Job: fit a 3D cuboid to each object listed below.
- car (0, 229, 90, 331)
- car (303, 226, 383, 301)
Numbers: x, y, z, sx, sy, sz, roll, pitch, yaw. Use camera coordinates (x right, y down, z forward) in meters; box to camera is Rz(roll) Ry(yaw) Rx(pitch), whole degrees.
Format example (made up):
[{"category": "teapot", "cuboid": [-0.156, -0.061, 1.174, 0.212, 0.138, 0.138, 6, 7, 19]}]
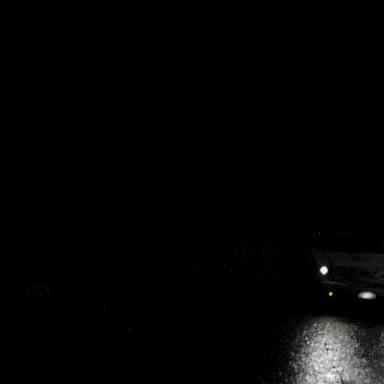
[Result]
[{"category": "car", "cuboid": [-3.649, 1.506, 6.875, 2.163, 1.488, 4.792, 0, 0, -35]}, {"category": "car", "cuboid": [3.797, 1.584, 8.180, 1.895, 1.301, 4.718, 1, 0, 16]}]
